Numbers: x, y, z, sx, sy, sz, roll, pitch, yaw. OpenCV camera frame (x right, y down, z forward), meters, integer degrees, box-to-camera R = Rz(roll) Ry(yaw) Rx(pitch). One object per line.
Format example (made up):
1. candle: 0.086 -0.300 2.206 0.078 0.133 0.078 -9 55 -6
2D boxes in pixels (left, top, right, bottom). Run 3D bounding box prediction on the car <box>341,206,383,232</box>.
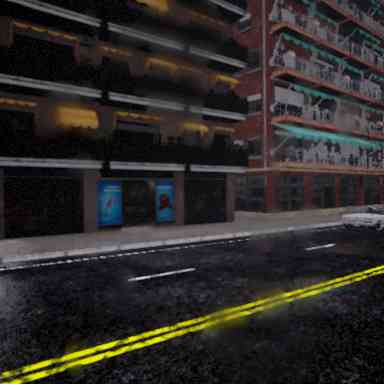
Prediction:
1. car: 10.871 1.523 19.752 4.718 1.301 1.895 0 0 -37
